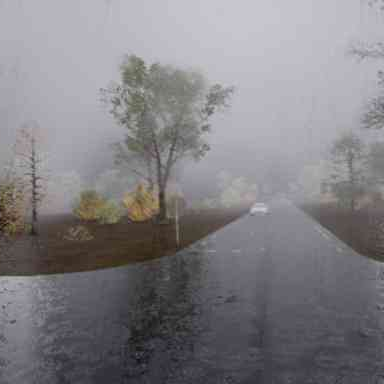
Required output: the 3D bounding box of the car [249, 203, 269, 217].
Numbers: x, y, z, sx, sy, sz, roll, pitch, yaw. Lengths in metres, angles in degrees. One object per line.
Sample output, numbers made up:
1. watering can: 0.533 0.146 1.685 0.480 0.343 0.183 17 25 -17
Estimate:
1. car: 7.458 1.960 36.618 1.812 1.442 4.674 -2 -1 15
